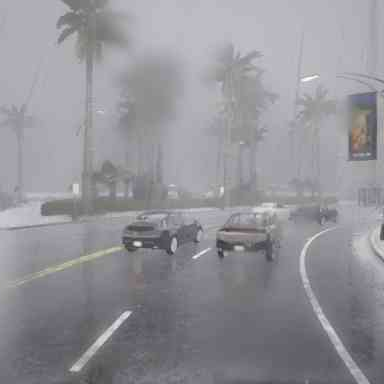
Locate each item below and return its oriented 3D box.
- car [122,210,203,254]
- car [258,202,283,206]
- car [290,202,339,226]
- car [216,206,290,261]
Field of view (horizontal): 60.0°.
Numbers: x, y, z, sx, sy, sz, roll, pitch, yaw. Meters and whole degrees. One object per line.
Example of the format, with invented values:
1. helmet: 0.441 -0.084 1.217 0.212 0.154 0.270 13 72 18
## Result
1. car: -1.012 1.517 13.589 1.837 1.490 4.892 0 0 20
2. car: 6.238 1.533 25.914 1.812 1.442 4.674 0 0 41
3. car: 8.892 1.517 23.633 1.837 1.490 4.892 0 0 41
4. car: 2.272 1.495 12.378 2.128 1.511 4.902 0 0 20
